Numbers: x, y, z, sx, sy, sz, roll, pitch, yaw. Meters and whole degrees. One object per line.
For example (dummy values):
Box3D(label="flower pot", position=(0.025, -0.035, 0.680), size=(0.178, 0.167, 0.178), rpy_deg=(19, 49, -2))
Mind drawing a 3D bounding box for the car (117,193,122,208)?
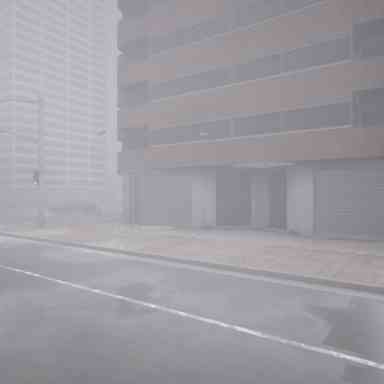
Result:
Box3D(label="car", position=(-7.314, 1.352, 44.640), size=(2.097, 1.767, 4.553), rpy_deg=(0, 0, 35))

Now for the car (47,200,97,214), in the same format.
Box3D(label="car", position=(-13.011, 1.547, 36.519), size=(2.033, 1.411, 5.357), rpy_deg=(0, 0, 35))
